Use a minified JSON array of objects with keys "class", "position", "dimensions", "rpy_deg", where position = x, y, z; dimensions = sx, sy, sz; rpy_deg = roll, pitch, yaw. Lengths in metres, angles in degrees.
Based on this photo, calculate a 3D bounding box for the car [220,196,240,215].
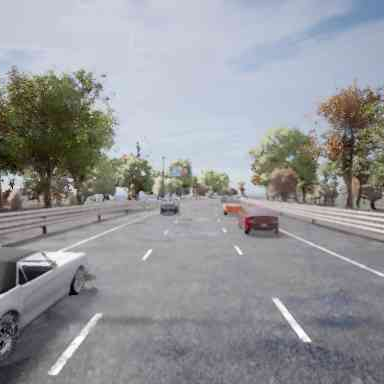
[{"class":"car","position":[4.505,1.582,36.999],"dimensions":[2.097,1.767,4.553],"rpy_deg":[0,0,3]}]

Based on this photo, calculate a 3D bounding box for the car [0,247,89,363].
[{"class":"car","position":[-3.380,1.628,5.811],"dimensions":[1.895,1.301,4.718],"rpy_deg":[0,0,0]}]

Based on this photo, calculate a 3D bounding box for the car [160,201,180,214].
[{"class":"car","position":[-2.460,1.719,38.200],"dimensions":[2.128,1.511,4.902],"rpy_deg":[0,0,3]}]

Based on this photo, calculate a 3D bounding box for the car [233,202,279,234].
[{"class":"car","position":[3.877,1.602,20.104],"dimensions":[1.882,1.535,5.008],"rpy_deg":[0,0,1]}]
